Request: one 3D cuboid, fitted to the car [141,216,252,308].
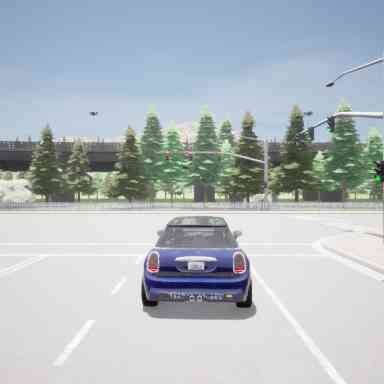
[{"bbox_3d":[0.167,1.352,8.127,2.097,1.767,4.553,0,0,3],"label":"car"}]
